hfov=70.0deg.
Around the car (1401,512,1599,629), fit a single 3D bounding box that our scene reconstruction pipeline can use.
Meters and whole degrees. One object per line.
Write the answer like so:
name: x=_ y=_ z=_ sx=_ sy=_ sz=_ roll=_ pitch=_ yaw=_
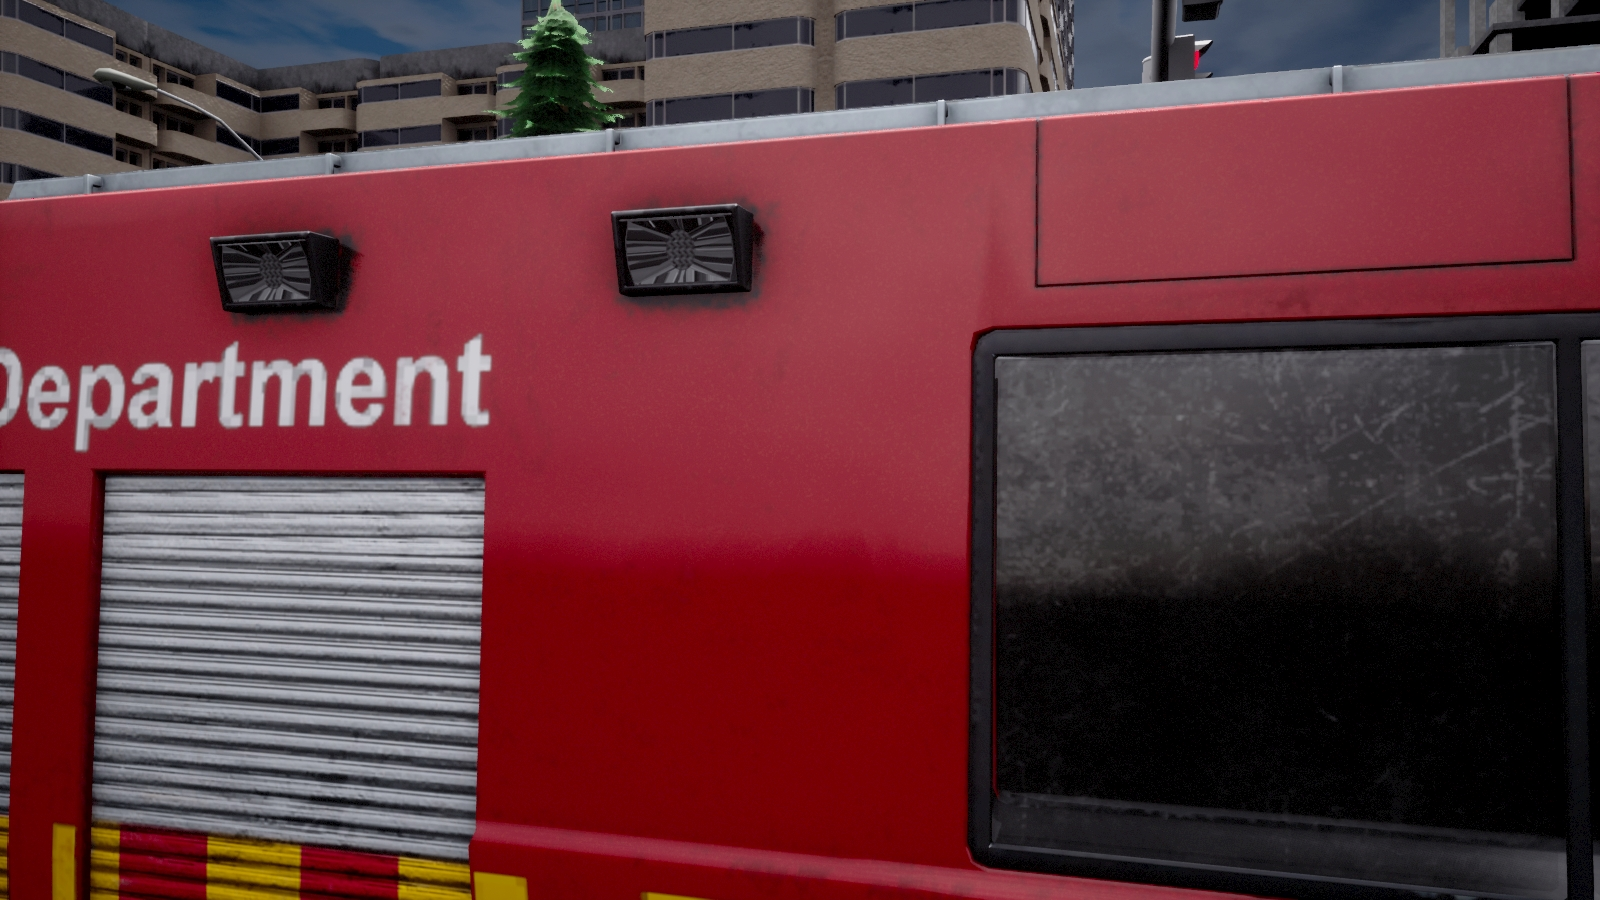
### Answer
car: x=12.484 y=2.037 z=20.491 sx=2.038 sy=1.542 sz=4.974 roll=0 pitch=0 yaw=16
